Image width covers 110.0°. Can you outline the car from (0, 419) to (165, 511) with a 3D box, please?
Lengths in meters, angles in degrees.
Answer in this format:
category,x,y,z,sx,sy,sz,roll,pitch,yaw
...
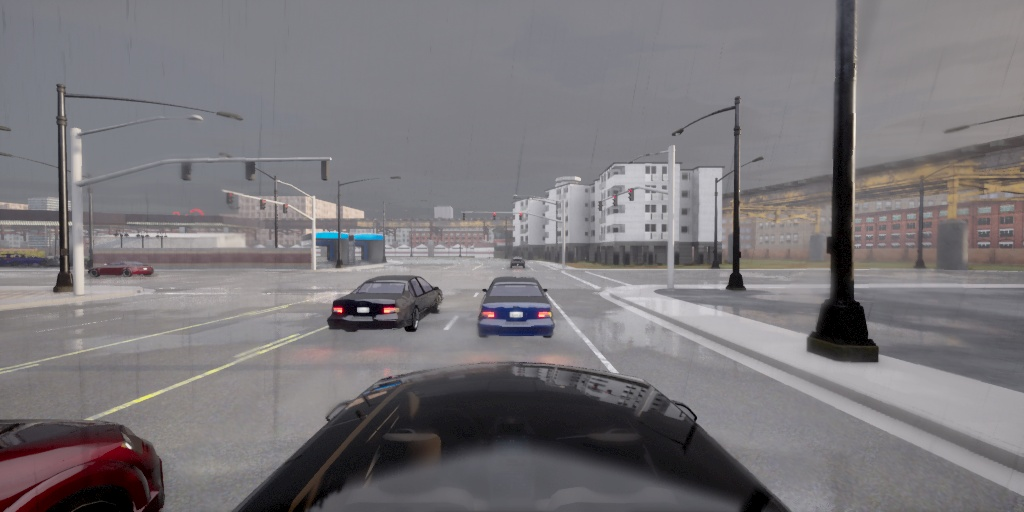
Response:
category,x,y,z,sx,sy,sz,roll,pitch,yaw
car,-3.395,1.314,0.719,1.994,1.385,4.181,0,0,0

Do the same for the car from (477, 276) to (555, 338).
category,x,y,z,sx,sy,sz,roll,pitch,yaw
car,0.090,1.279,10.114,2.033,1.411,5.357,0,0,0

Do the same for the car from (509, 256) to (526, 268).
category,x,y,z,sx,sy,sz,roll,pitch,yaw
car,0.707,0.771,46.152,1.837,1.490,4.892,0,1,0

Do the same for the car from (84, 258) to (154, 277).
category,x,y,z,sx,sy,sz,roll,pitch,yaw
car,-33.724,1.084,30.964,4.181,1.385,1.994,0,1,-1

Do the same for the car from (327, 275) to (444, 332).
category,x,y,z,sx,sy,sz,roll,pitch,yaw
car,-3.406,1.274,10.716,2.033,1.411,5.357,0,0,0
